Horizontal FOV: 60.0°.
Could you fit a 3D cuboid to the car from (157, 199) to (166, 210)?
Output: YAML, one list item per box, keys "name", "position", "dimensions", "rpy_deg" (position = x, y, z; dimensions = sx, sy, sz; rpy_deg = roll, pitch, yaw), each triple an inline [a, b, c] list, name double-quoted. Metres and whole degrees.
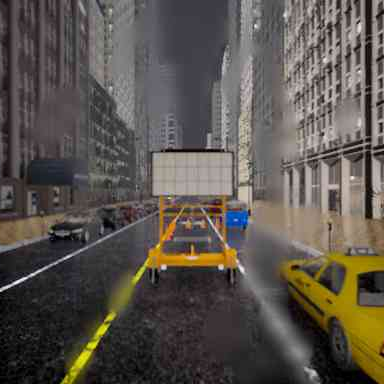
- name: "car"
  position: [-5.629, 1.962, 50.845]
  dimensions: [2.008, 1.369, 4.403]
  rpy_deg: [-1, 0, 0]

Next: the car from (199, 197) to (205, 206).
- name: "car"
  position: [2.768, 2.052, 62.200]
  dimensions: [2.008, 1.369, 4.403]
  rpy_deg: [-1, 0, 0]

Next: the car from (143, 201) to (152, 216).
- name: "car"
  position: [-5.652, 1.824, 33.795]
  dimensions: [2.008, 1.369, 4.403]
  rpy_deg: [-1, 0, 0]

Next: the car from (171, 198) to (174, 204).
- name: "car"
  position: [-5.597, 2.175, 73.579]
  dimensions: [1.802, 1.307, 4.206]
  rpy_deg: [-1, 0, 0]

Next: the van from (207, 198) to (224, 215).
- name: "van"
  position: [2.734, 1.660, 39.469]
  dimensions: [1.690, 1.788, 3.998]
  rpy_deg: [-1, 0, 0]

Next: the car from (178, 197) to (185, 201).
- name: "car"
  position: [-2.878, 2.061, 89.772]
  dimensions: [1.812, 1.442, 4.674]
  rpy_deg: [0, 0, 0]

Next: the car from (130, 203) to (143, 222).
- name: "car"
  position: [-5.659, 1.773, 28.112]
  dimensions: [1.887, 1.381, 4.507]
  rpy_deg: [-1, 0, 0]

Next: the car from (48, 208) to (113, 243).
- name: "car"
  position: [-5.675, 1.687, 16.745]
  dimensions: [2.008, 1.369, 4.403]
  rpy_deg: [-1, 0, 0]

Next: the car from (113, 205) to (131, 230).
- name: "car"
  position: [-5.667, 1.748, 22.428]
  dimensions: [1.947, 1.339, 4.313]
  rpy_deg: [-1, 0, 0]

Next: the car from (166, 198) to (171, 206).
- name: "car"
  position: [-5.613, 2.053, 62.212]
  dimensions: [2.008, 1.369, 4.403]
  rpy_deg: [-1, 0, 0]

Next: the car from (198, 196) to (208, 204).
- name: "car"
  position: [2.796, 1.998, 84.937]
  dimensions: [2.192, 1.841, 5.009]
  rpy_deg: [-1, 0, 0]

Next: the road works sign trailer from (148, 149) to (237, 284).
- name: "road works sign trailer"
  position: [0.014, 0.544, 9.778]
  dimensions: [2.380, 3.560, 2.880]
  rpy_deg: [0, 0, 0]

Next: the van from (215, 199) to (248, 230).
- name: "van"
  position: [2.711, 1.523, 22.418]
  dimensions: [1.690, 1.788, 3.998]
  rpy_deg: [-1, 0, 0]

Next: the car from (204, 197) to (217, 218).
- name: "car"
  position: [2.726, 1.588, 33.785]
  dimensions: [2.192, 1.841, 5.009]
  rpy_deg: [-1, 0, 0]

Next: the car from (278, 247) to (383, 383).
- name: "car"
  position: [2.690, 1.571, 5.536]
  dimensions: [1.752, 1.417, 4.829]
  rpy_deg: [-1, 0, 0]

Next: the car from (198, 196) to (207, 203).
- name: "car"
  position: [2.804, 2.043, 90.621]
  dimensions: [2.192, 1.841, 5.009]
  rpy_deg: [-1, 0, 0]

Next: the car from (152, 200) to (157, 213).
- name: "car"
  position: [-5.644, 1.901, 39.478]
  dimensions: [1.802, 1.307, 4.206]
  rpy_deg: [-1, 0, 0]

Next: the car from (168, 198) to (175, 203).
- name: "car"
  position: [-5.574, 2.253, 90.460]
  dimensions: [1.752, 1.417, 4.829]
  rpy_deg: [-1, 0, 0]
